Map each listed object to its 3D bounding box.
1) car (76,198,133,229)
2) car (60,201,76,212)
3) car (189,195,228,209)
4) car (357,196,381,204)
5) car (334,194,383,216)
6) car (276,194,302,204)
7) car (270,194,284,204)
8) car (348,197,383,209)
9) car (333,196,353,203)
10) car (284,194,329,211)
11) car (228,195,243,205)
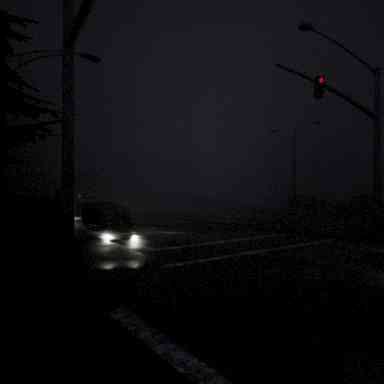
[{"bbox_3d":[-5.327,1.344,20.581,1.882,1.535,5.008,0,0,-35],"label":"car"},{"bbox_3d":[-13.127,1.389,31.755,2.128,1.511,4.902,0,0,-35],"label":"car"},{"bbox_3d":[2.079,1.415,43.180,2.007,1.523,4.514,0,0,-35],"label":"car"},{"bbox_3d":[35.793,1.557,67.180,1.970,1.475,3.806,0,0,-35],"label":"car"},{"bbox_3d":[15.357,1.158,30.662,1.905,1.878,3.866,0,0,-35],"label":"car"},{"bbox_3d":[18.683,1.267,64.383,1.932,1.855,4.605,0,0,-35],"label":"car"},{"bbox_3d":[16.544,1.241,62.373,1.905,1.878,3.866,0,0,-35],"label":"car"},{"bbox_3d":[24.114,1.416,45.573,2.007,1.523,4.514,0,0,-35],"label":"car"},{"bbox_3d":[33.960,1.568,74.964,1.845,1.501,3.633,0,0,-35],"label":"car"},{"bbox_3d":[13.517,1.201,38.988,1.932,1.855,4.605,0,0,-35],"label":"car"},{"bbox_3d":[6.080,1.301,55.010,2.152,1.636,5.027,0,0,-35],"label":"car"}]
